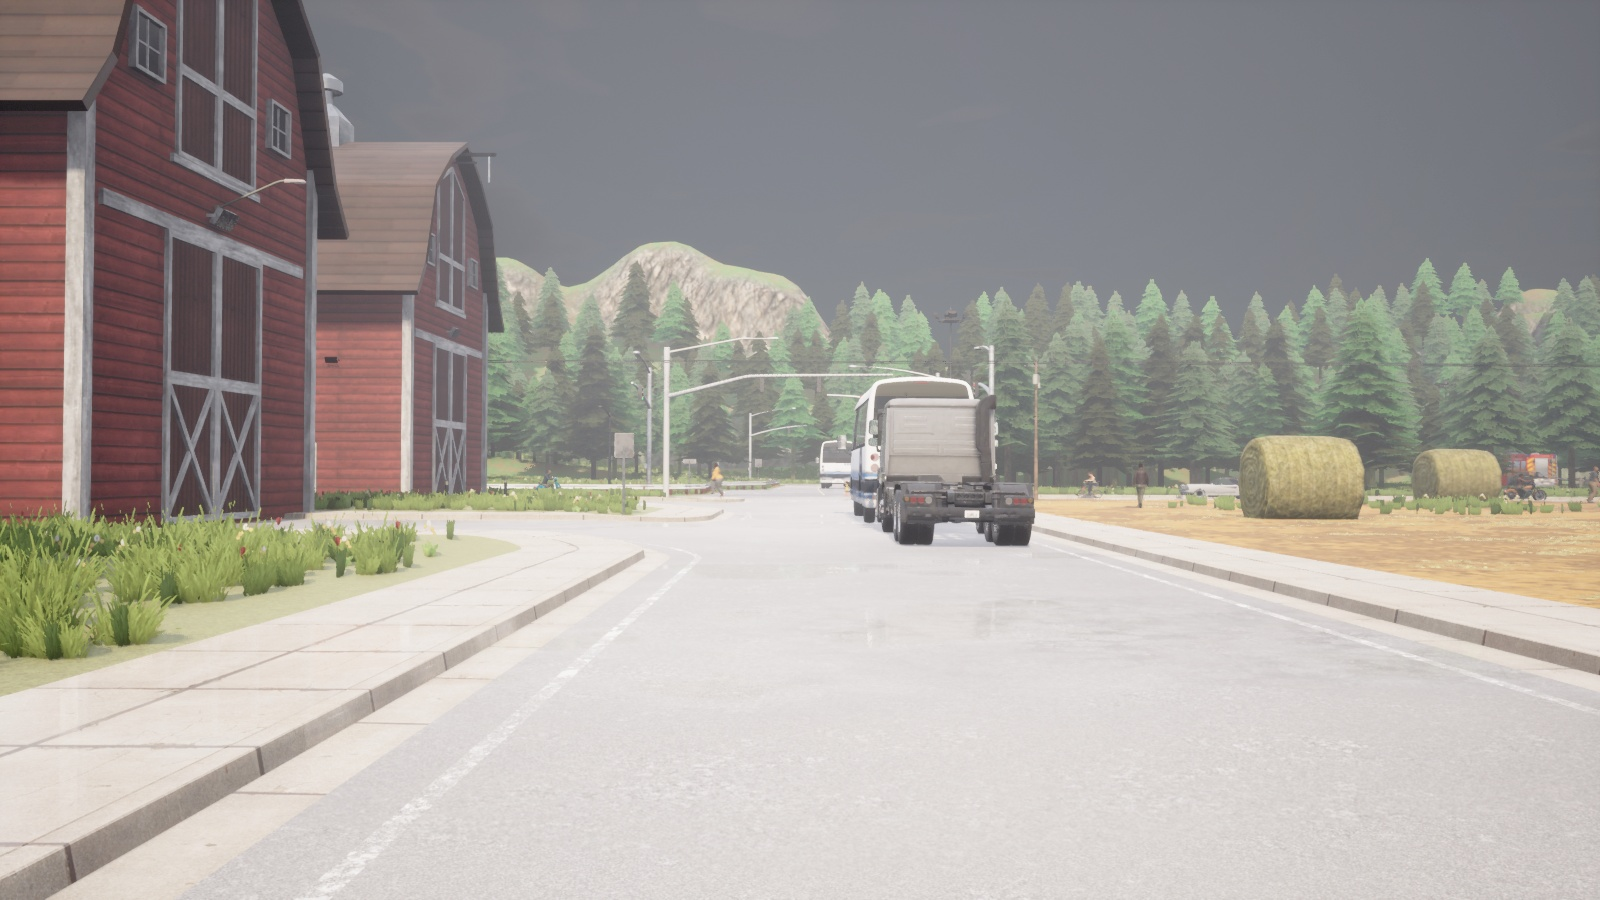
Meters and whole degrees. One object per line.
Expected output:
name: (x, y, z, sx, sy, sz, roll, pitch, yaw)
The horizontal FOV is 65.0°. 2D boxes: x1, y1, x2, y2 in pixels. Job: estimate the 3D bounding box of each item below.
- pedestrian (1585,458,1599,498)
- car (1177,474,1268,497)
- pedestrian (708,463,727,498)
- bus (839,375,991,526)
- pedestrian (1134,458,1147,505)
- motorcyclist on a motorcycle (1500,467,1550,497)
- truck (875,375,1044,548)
pedestrian: (37.448, 1.308, 59.164, 0.694, 1.848, 0.540, -1, -1, 26)
car: (25.043, 2.091, 74.561, 4.718, 1.301, 1.895, 0, -1, 1)
pedestrian: (-4.415, 1.613, 66.986, 0.900, 1.855, 0.874, 0, -1, 3)
bus: (3.420, 0.106, 40.695, 3.944, 4.253, 10.273, 0, -1, 0)
pedestrian: (13.472, 1.245, 49.695, 0.431, 1.840, 0.703, -1, -1, 17)
motorcyclist on a motorcycle: (40.898, 1.814, 70.807, 2.350, 1.649, 0.766, 0, -1, 1)
truck: (3.448, 0.292, 29.228, 2.891, 3.462, 7.936, 0, -1, 0)
